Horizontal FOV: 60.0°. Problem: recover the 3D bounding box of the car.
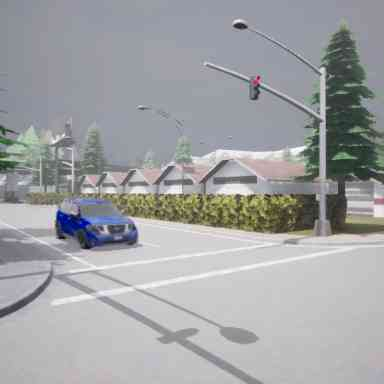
[{"bbox_3d":[-4.498,1.349,14.958,2.150,2.045,5.566,0,1,-37],"label":"car"}]
